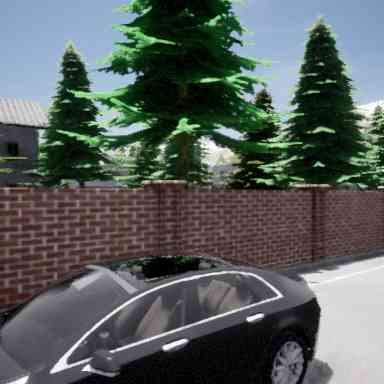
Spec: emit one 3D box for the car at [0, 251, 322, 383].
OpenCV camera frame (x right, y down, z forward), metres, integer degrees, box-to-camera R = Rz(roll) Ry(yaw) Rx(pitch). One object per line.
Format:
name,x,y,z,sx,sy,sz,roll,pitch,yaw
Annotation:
car,-0.600,1.508,3.565,4.892,1.490,1.837,0,0,-35
